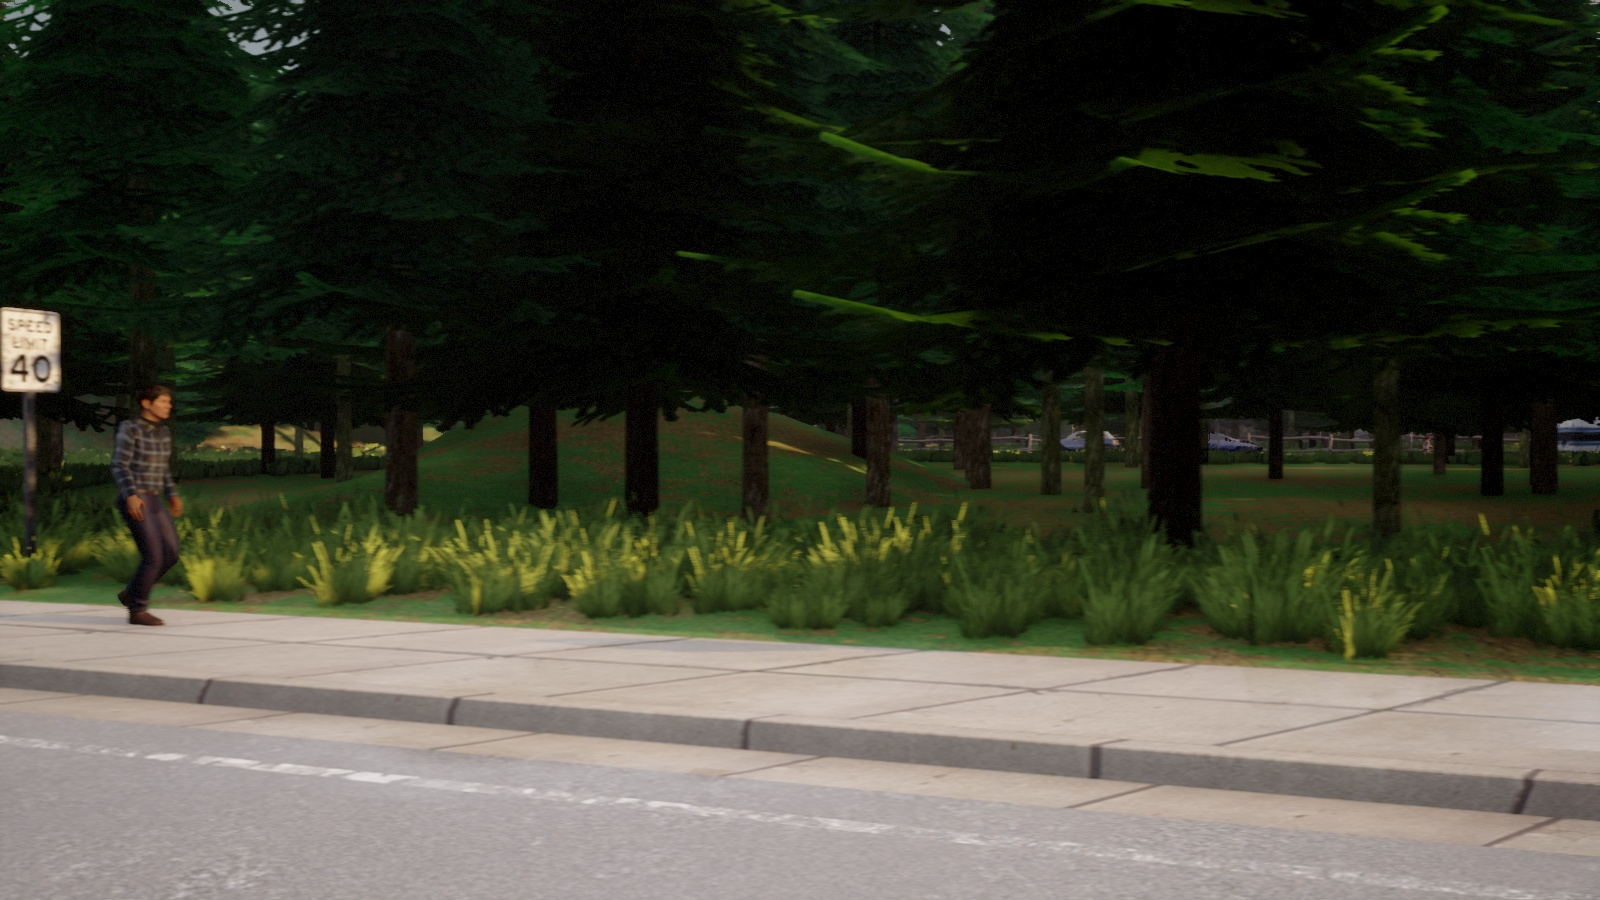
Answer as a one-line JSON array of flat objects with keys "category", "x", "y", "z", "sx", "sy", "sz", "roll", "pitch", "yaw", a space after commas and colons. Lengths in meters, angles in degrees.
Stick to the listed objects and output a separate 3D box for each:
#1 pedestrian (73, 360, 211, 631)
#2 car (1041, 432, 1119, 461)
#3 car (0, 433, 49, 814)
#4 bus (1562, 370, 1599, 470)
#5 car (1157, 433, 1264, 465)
[{"category": "pedestrian", "x": -4.846, "y": 0.323, "z": 9.267, "sx": 0.788, "sy": 1.949, "sz": 0.423, "roll": 0, "pitch": 1, "yaw": 5}, {"category": "car", "x": 14.657, "y": -0.198, "z": 65.634, "sx": 3.806, "sy": 1.475, "sz": 1.970, "roll": 1, "pitch": 1, "yaw": 19}, {"category": "car", "x": -5.821, "y": 0.700, "z": 5.163, "sx": 5.008, "sy": 1.535, "sz": 1.882, "roll": 0, "pitch": 1, "yaw": 19}, {"category": "bus", "x": 38.976, "y": -1.263, "z": 53.746, "sx": 10.273, "sy": 4.253, "sz": 3.944, "roll": 1, "pitch": 1, "yaw": 20}, {"category": "car", "x": 19.658, "y": -0.058, "z": 60.247, "sx": 4.792, "sy": 1.488, "sz": 2.163, "roll": 1, "pitch": 1, "yaw": 19}]
